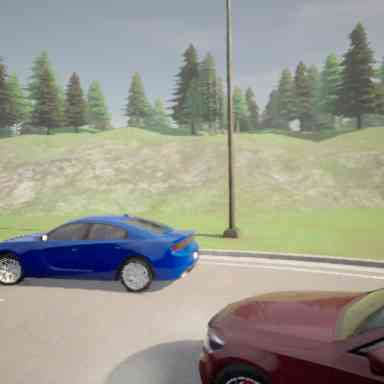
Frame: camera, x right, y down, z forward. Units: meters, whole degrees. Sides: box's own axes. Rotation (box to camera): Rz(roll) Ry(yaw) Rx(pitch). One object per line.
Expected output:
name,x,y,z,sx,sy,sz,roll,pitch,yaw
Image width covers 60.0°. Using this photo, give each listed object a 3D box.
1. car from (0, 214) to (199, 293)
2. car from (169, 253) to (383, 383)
car,-2.346,1.293,7.974,5.008,1.535,1.882,-1,1,13
car,2.225,1.399,2.552,4.674,1.442,1.812,0,1,37
